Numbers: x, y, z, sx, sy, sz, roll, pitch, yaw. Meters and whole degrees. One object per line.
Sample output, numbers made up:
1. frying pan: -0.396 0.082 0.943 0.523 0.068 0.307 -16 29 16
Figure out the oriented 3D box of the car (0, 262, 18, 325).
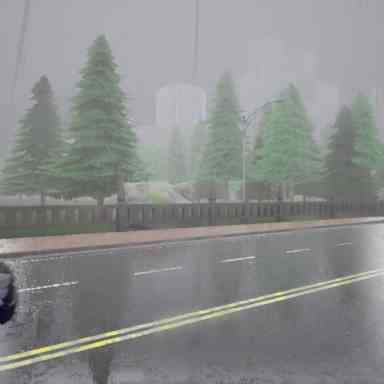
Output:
1. car: -4.902 1.564 4.850 4.181 1.385 1.994 0 0 -35
